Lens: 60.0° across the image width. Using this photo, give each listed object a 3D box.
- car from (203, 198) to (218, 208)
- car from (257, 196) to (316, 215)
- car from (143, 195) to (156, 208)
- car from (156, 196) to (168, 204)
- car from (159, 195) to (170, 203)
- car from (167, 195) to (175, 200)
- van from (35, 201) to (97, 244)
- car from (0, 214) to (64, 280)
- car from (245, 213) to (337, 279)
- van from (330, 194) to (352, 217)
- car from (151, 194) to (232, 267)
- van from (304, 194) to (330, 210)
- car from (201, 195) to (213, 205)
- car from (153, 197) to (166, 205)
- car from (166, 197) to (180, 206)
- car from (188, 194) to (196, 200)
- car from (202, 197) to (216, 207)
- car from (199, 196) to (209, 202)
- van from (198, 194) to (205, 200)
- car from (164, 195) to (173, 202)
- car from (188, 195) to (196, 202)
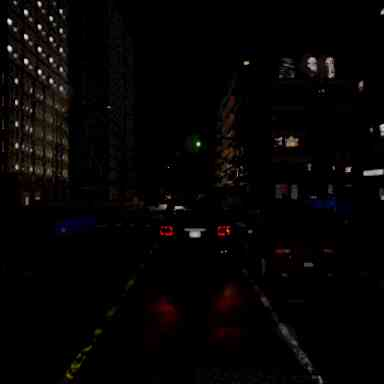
[{"bbox_3d":[2.669,1.533,47.796,1.887,1.381,4.507,0,0,0],"label":"car"},{"bbox_3d":[8.085,1.404,29.388,4.674,1.442,1.812,-2,-1,-10],"label":"car"},{"bbox_3d":[-5.712,1.303,47.794,2.192,1.841,5.009,0,0,0],"label":"car"},{"bbox_3d":[-5.717,1.559,64.377,1.947,1.339,4.313,0,0,0],"label":"car"},{"bbox_3d":[-5.719,1.437,69.905,1.967,1.590,4.097,0,0,0],"label":"car"},{"bbox_3d":[-5.726,1.561,92.015,1.887,1.381,4.507,0,0,0],"label":"car"},{"bbox_3d":[-5.701,1.332,15.404,1.690,1.788,3.998,0,0,0],"label":"van"},{"bbox_3d":[-5.698,1.559,9.881,1.947,1.339,4.313,0,0,0],"label":"car"},{"bbox_3d":[2.682,1.538,9.883,1.887,1.381,4.507,0,0,0],"label":"car"},{"bbox_3d":[13.721,1.138,26.975,3.998,1.788,1.690,-1,1,0],"label":"van"},{"bbox_3d":[0.089,1.213,11.476,2.150,2.045,5.566,0,0,0],"label":"car"},{"bbox_3d":[13.696,1.095,35.355,3.998,1.788,1.690,-1,1,0],"label":"van"},{"bbox_3d":[2.665,1.431,58.851,1.967,1.590,4.097,0,0,0],"label":"car"},{"bbox_3d":[-5.715,1.536,58.849,1.887,1.381,4.507,0,0,0],"label":"car"},{"bbox_3d":[-3.081,1.554,54.544,1.994,1.385,4.181,0,0,0],"label":"car"},{"bbox_3d":[-0.030,1.388,88.101,2.128,1.511,4.902,0,0,0],"label":"car"},{"bbox_3d":[2.667,1.534,53.323,1.887,1.381,4.507,0,0,0],"label":"car"},{"bbox_3d":[2.660,1.567,75.434,1.947,1.339,4.313,0,0,0],"label":"car"},{"bbox_3d":[2.654,1.357,92.017,1.690,1.788,3.998,0,0,0],"label":"van"},{"bbox_3d":[-5.722,1.531,80.789,1.752,1.417,4.829,0,0,0],"label":"car"},{"bbox_3d":[-0.026,1.473,77.679,1.882,1.535,5.008,0,0,0],"label":"car"}]
